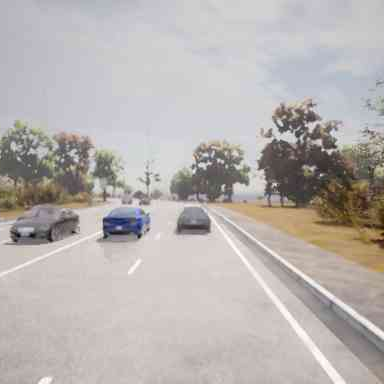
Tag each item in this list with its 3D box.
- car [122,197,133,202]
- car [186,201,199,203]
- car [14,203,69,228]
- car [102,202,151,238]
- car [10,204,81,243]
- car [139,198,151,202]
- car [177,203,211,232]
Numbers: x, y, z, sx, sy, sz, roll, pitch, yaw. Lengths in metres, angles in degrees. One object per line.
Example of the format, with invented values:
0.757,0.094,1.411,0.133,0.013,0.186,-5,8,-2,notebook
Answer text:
-12.358,1.672,63.528,2.128,1.511,4.902,0,0,-7,car
0.012,1.709,38.571,1.895,1.301,4.718,0,0,-1,car
-10.596,1.592,23.887,1.812,1.442,4.674,0,0,0,car
-3.392,1.528,17.968,1.882,1.535,5.008,0,0,0,car
-7.091,1.538,16.575,2.128,1.511,4.902,0,0,0,car
-8.262,1.724,58.423,1.994,1.385,4.181,0,0,-5,car
0.110,1.621,20.403,1.994,1.385,4.181,0,0,0,car
